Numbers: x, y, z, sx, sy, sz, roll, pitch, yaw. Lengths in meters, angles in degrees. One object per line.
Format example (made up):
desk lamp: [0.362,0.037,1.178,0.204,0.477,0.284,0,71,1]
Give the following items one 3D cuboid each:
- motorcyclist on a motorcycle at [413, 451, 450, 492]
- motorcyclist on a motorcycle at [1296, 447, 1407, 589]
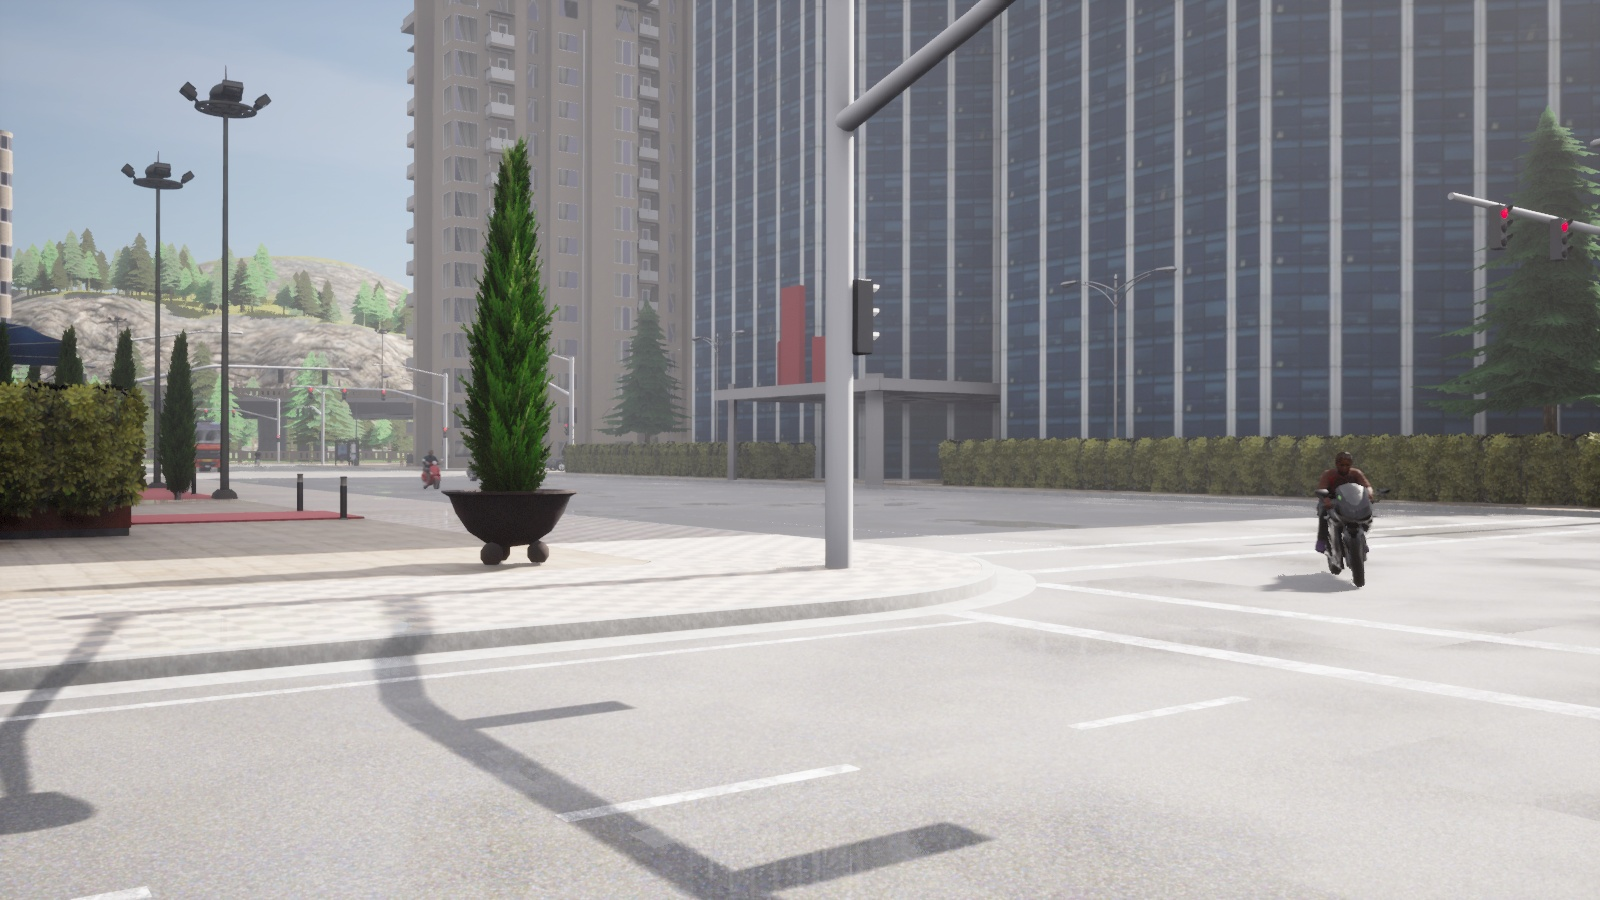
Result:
motorcyclist on a motorcycle: [-14.639,0.851,49.880,0.866,1.590,1.817,0,0,-35]
motorcyclist on a motorcycle: [6.383,0.749,14.642,0.797,1.523,2.044,-2,-1,14]
